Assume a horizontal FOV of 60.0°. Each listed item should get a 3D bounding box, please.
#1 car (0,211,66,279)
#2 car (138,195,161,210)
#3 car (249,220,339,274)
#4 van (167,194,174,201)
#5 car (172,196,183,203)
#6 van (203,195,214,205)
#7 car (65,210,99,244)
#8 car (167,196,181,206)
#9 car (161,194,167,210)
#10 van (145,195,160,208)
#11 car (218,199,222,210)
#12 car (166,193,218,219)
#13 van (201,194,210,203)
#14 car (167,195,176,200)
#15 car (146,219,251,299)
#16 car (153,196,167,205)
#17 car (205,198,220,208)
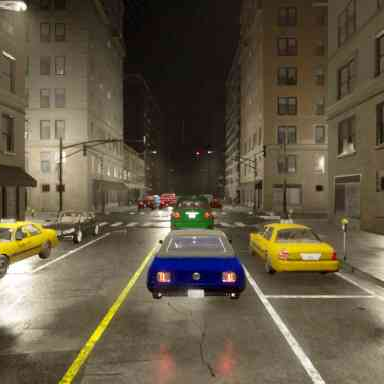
[{"bbox_3d":[-5.663,1.526,9.992,1.752,1.417,4.829,0,0,0],"label":"car"},{"bbox_3d":[-5.645,1.328,42.462,2.192,1.841,5.009,0,0,0],"label":"car"},{"bbox_3d":[2.862,1.526,10.326,1.752,1.417,4.829,0,0,0],"label":"car"},{"bbox_3d":[-5.618,1.377,86.473,1.690,1.788,3.998,0,0,0],"label":"van"},{"bbox_3d":[-2.959,1.544,69.192,2.128,1.511,4.902,0,0,0],"label":"car"},{"bbox_3d":[2.891,1.363,58.960,1.690,1.788,3.998,0,0,0],"label":"van"},{"bbox_3d":[-5.660,1.552,15.687,2.008,1.369,4.403,0,0,0],"label":"car"},{"bbox_3d":[-3.050,1.511,56.396,2.128,1.511,4.902,0,0,0],"label":"car"},{"bbox_3d":[-3.080,1.235,43.726,2.150,2.045,5.566,0,0,0],"label":"car"},{"bbox_3d":[-5.641,1.357,47.962,1.690,1.788,3.998,0,0,0],"label":"van"},{"bbox_3d":[2.881,1.557,42.456,1.887,1.381,4.507,0,0,0],"label":"car"},{"bbox_3d":[0.011,1.224,18.153,2.150,2.045,5.566,0,0,0],"label":"car"},{"bbox_3d":[2.897,1.368,69.963,1.690,1.788,3.998,0,0,0],"label":"van"},{"bbox_3d":[-5.615,1.591,91.973,2.008,1.369,4.403,0,0,0],"label":"car"},{"bbox_3d":[0.087,1.601,8.387,1.895,1.301,4.718,0,0,0],"label":"car"},{"bbox_3d":[-5.635,1.462,58.965,1.967,1.590,4.097,0,0,0],"label":"car"},{"bbox_3d":[2.885,1.582,47.957,1.947,1.339,4.313,0,0,0],"label":"car"}]
